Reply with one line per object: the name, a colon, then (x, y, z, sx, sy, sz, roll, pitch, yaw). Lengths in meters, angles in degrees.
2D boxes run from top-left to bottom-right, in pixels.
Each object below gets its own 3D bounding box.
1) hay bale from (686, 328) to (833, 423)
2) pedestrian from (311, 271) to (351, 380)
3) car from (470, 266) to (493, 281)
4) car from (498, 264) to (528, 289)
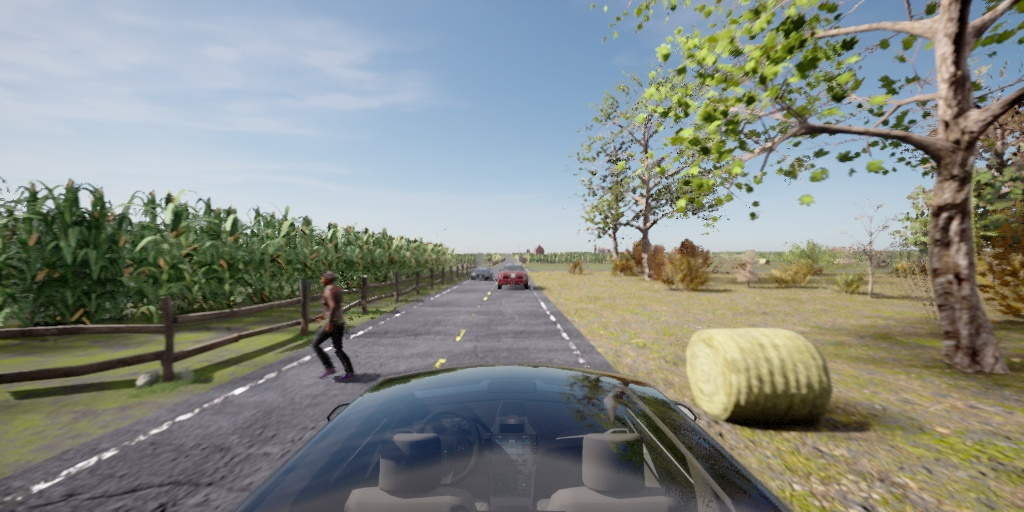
hay bale: (3.125, 1.441, 4.706, 1.220, 1.180, 1.240, 0, 0, 0)
pedestrian: (-2.943, 1.093, 5.836, 0.375, 1.860, 0.375, 0, 0, 0)
car: (-2.832, 1.681, 34.502, 1.994, 1.385, 4.181, 0, -1, 0)
car: (0.109, 1.379, 25.977, 2.097, 1.767, 4.553, 0, -1, 1)
